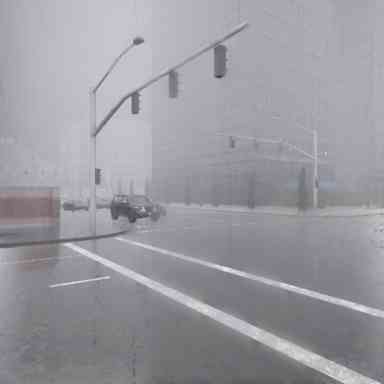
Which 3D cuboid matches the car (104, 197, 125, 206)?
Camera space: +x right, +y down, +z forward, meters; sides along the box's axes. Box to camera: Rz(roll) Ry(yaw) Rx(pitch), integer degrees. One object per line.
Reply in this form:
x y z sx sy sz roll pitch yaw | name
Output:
-13.119 1.526 56.451 1.812 1.442 4.674 0 0 -36 | car

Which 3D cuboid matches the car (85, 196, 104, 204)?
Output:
-19.086 1.492 64.785 2.128 1.511 4.902 0 0 -36 | car

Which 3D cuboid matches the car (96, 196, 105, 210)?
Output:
-11.892 1.478 42.377 1.882 1.535 5.008 0 1 -36 | car

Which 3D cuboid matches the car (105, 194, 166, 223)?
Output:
-4.598 1.222 26.153 2.150 2.045 5.566 0 0 -35 | car

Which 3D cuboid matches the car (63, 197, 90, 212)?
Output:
-13.347 1.547 38.392 2.033 1.411 5.357 0 0 -36 | car
